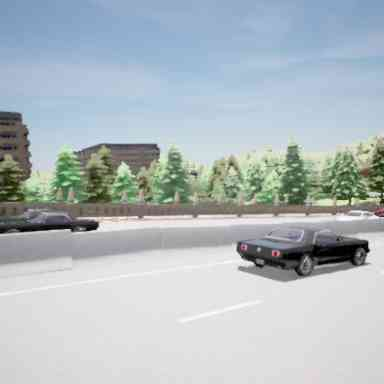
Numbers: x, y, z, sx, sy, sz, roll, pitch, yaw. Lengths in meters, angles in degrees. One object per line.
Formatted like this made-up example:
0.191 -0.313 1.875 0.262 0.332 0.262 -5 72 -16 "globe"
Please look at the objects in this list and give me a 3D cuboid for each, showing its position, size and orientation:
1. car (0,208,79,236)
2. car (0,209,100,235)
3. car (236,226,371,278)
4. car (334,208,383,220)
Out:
-9.111 1.640 18.986 4.718 1.301 1.895 1 -1 -35 "car"
-7.064 1.640 16.147 4.718 1.301 1.895 1 -1 -35 "car"
3.754 1.760 10.721 4.718 1.301 1.895 2 -1 -35 "car"
13.004 2.199 26.142 4.674 1.442 1.812 2 -1 -35 "car"
